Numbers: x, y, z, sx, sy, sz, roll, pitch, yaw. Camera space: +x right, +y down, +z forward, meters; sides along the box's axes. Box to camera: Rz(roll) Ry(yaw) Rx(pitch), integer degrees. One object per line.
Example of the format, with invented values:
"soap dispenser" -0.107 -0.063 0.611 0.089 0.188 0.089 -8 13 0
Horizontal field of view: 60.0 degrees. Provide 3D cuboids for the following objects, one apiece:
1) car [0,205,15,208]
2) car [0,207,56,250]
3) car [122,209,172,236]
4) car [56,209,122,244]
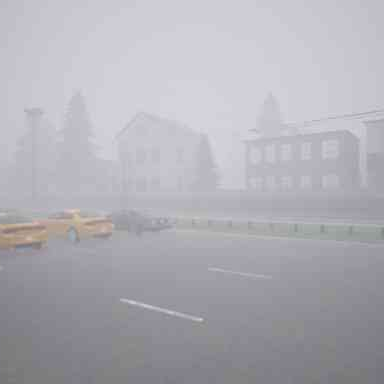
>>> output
"car" -16.111 1.840 28.271 4.181 1.385 1.994 -1 0 36
"car" -8.125 1.615 13.975 5.008 1.535 1.882 0 0 36
"car" -3.660 1.680 19.381 5.357 1.411 2.033 -1 0 36
"car" -6.076 1.615 16.813 5.008 1.535 1.882 0 0 36
